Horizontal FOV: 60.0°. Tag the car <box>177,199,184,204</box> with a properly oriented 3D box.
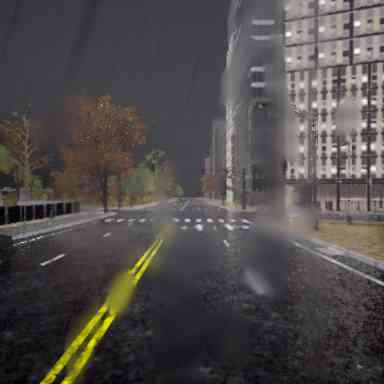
[{"bbox_3d":[-3.272,2.666,94.880,1.837,1.490,4.892,0,-1,0],"label":"car"}]

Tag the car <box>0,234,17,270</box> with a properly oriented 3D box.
[{"bbox_3d":[-6.601,1.643,8.479,2.033,1.411,5.357,0,-1,0],"label":"car"}]
